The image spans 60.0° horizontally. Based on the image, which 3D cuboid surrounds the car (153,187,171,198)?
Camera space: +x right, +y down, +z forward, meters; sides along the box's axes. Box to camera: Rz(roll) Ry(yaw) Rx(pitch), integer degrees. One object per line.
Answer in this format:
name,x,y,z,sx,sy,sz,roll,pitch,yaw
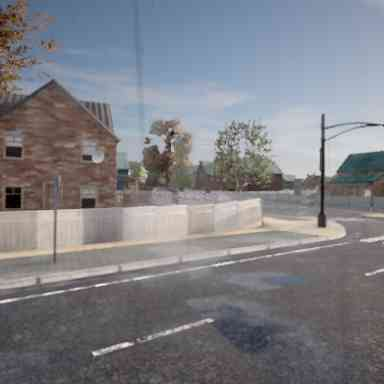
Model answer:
car,-5.708,0.115,62.137,2.150,2.045,5.566,1,1,-21
